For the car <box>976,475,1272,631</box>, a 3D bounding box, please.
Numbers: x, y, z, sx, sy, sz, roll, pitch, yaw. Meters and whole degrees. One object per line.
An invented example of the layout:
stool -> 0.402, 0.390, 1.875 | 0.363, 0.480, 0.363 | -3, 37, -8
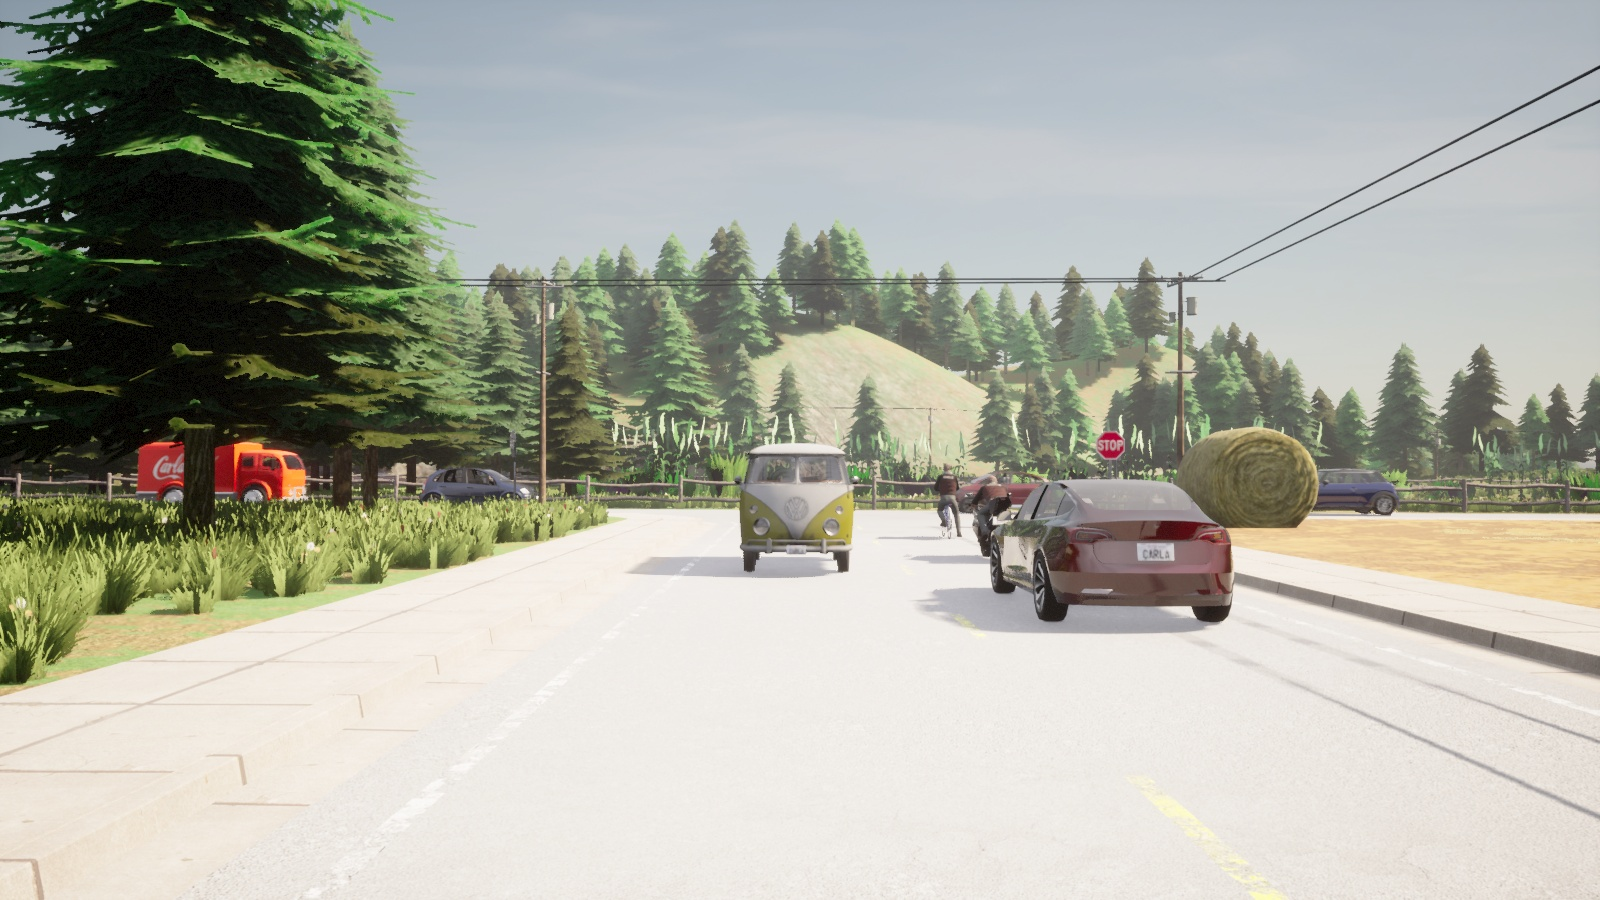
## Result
car -> 3.466, 1.044, 14.535 | 2.163, 1.488, 4.792 | 0, -1, 0

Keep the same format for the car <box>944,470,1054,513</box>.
car -> 7.261, 1.504, 46.070 | 3.705, 1.549, 1.789 | 0, -1, -3

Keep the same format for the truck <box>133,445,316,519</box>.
truck -> -20.094, 1.115, 44.039 | 5.204, 2.467, 2.627 | -1, -1, 2

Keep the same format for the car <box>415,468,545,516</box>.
car -> -11.075, 1.453, 43.640 | 3.988, 1.617, 1.851 | 0, -1, 3

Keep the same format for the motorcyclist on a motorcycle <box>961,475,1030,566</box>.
motorcyclist on a motorcycle -> 3.447, 1.210, 22.362 | 0.866, 1.530, 2.191 | 0, -1, 0

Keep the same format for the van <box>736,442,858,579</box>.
van -> -0.049, 0.911, 20.495 | 1.775, 1.987, 4.442 | 0, -1, 0

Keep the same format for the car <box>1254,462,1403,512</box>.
car -> 19.179, 1.328, 45.747 | 4.553, 1.767, 2.097 | 0, -1, 3

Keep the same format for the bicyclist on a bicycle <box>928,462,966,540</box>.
bicyclist on a bicycle -> 3.430, 1.163, 29.355 | 0.659, 1.776, 1.843 | 0, -1, 0
